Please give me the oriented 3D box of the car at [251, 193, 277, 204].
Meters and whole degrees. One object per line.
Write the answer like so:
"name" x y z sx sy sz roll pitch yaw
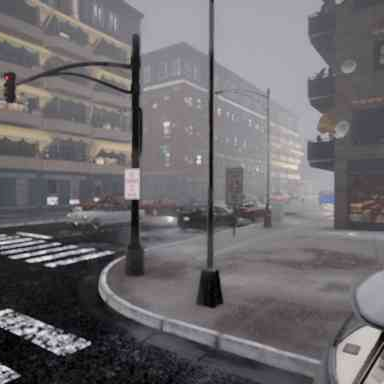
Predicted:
"car" 10.036 0.876 45.940 1.947 1.339 4.313 2 2 35

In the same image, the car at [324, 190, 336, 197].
"car" 32.386 0.330 77.892 1.802 1.307 4.206 2 2 35

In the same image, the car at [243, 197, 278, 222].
"car" 4.107 1.281 22.847 1.802 1.307 4.206 2 2 35

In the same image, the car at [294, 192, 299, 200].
"car" 16.421 0.715 55.069 1.947 1.339 4.313 2 2 35

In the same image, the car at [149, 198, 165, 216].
"car" -2.737 1.177 27.682 1.887 1.381 4.507 2 2 35

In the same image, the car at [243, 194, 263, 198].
"car" 5.259 1.009 34.600 1.837 1.490 4.892 1 1 35

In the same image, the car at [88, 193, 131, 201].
"car" -5.927 1.028 23.112 2.192 1.841 5.009 2 2 35

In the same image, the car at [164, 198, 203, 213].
"car" 0.027 1.200 27.150 1.994 1.385 4.181 1 1 34

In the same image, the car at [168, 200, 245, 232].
"car" 0.914 1.345 18.283 1.947 1.339 4.313 2 2 35

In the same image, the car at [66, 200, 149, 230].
"car" -5.048 1.365 19.871 1.895 1.301 4.718 1 1 35

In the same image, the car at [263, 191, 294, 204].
"car" 10.943 0.714 42.676 2.097 1.767 4.553 1 1 35

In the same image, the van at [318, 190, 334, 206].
"van" 16.882 0.718 41.101 1.690 1.788 3.998 2 2 35

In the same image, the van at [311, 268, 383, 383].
"van" 2.425 1.341 1.139 3.998 1.788 1.690 0 0 35

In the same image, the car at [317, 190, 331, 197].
"car" 29.194 0.373 73.328 1.887 1.381 4.507 2 2 35
